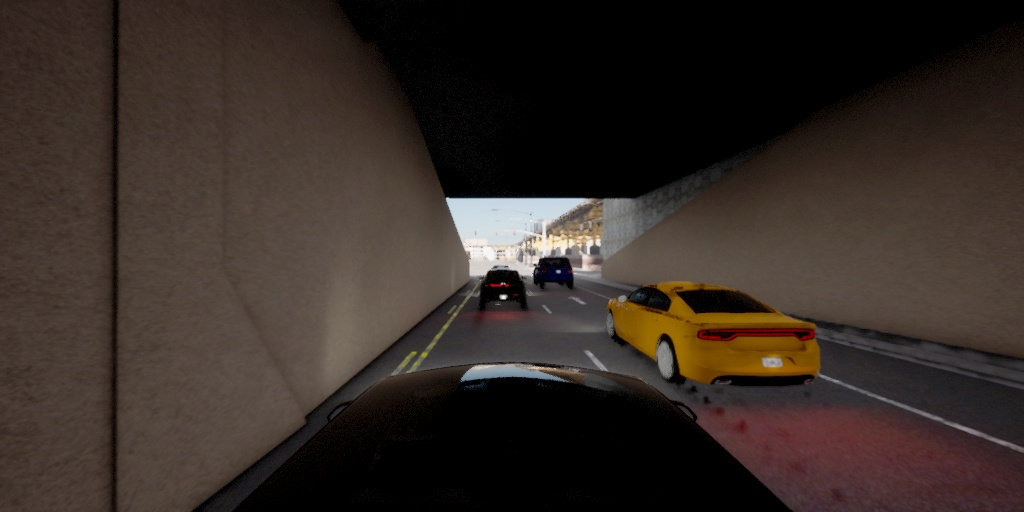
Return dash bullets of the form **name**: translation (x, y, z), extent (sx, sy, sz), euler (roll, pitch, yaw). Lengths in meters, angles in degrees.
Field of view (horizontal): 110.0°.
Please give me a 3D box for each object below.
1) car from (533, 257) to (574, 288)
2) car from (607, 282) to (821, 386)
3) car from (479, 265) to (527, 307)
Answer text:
- **car**: translation (2.772, 1.084, 24.857), extent (2.150, 2.045, 5.566), euler (0, 0, -2)
- **car**: translation (3.345, 1.250, 7.136), extent (1.882, 1.535, 5.008), euler (0, 0, -1)
- **car**: translation (-0.409, 1.326, 15.936), extent (1.837, 1.490, 4.892), euler (0, -1, -2)
